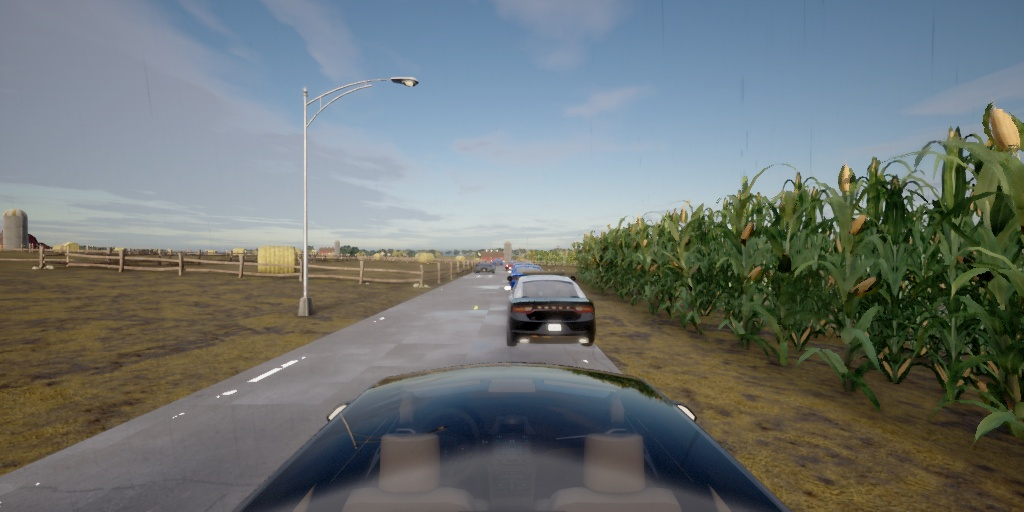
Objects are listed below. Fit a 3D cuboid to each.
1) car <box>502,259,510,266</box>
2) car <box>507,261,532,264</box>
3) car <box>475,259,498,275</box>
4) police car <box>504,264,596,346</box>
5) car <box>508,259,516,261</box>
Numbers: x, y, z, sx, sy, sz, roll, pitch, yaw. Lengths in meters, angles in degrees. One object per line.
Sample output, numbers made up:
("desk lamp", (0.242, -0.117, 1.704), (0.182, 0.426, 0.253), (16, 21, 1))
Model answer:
("car", (0.026, 1.295, 47.739), (1.895, 1.301, 4.718), (0, 0, 0))
("car", (0.822, 1.213, 19.387), (1.882, 1.535, 5.008), (0, 0, 0))
("car", (-2.857, 1.265, 38.578), (1.994, 1.385, 4.181), (0, 0, 0))
("police car", (0.823, 1.171, 9.496), (1.930, 1.638, 5.238), (0, 0, 0))
("car", (0.817, 1.201, 25.386), (1.882, 1.535, 5.008), (0, 0, 0))
